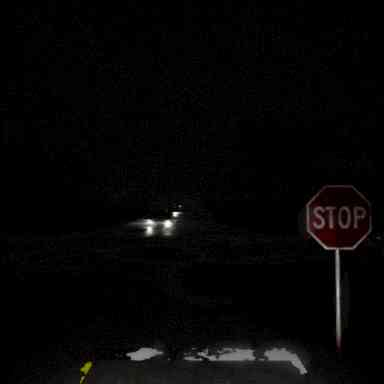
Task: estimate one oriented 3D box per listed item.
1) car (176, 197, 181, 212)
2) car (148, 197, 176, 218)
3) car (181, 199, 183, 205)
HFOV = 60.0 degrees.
[{"bbox_3d":[-2.791,1.433,40.493,2.097,1.767,4.553,0,0,0],"label":"car"},{"bbox_3d":[-2.809,1.527,30.481,1.882,1.535,5.008,0,0,0],"label":"car"},{"bbox_3d":[-2.691,1.730,62.133,2.033,1.411,5.357,0,0,0],"label":"car"}]
